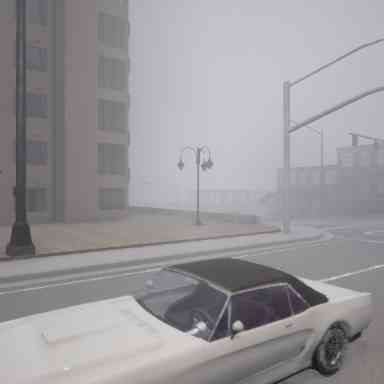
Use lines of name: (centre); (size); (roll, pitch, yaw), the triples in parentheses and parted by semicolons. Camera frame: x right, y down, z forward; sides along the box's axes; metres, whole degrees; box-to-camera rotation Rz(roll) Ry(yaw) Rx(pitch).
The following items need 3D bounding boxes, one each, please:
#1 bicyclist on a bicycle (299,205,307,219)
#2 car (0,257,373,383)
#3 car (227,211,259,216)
bicyclist on a bicycle: (13.543, 2.464, 40.664); (1.656, 1.620, 0.582); (0, -8, -35)
car: (0.106, 1.601, 4.019); (4.718, 1.301, 1.895); (0, 0, -35)
car: (4.752, 2.652, 34.138); (2.128, 1.511, 4.902); (0, -9, -36)
